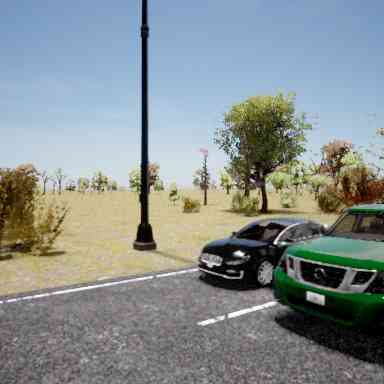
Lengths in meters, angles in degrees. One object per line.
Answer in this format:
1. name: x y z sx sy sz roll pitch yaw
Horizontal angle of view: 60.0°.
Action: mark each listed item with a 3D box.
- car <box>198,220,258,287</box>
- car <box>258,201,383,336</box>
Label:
1. car: 2.412 1.513 9.381 4.892 1.490 1.837 0 0 -35
2. car: 4.078 1.229 6.566 5.566 2.045 2.150 0 0 -36
